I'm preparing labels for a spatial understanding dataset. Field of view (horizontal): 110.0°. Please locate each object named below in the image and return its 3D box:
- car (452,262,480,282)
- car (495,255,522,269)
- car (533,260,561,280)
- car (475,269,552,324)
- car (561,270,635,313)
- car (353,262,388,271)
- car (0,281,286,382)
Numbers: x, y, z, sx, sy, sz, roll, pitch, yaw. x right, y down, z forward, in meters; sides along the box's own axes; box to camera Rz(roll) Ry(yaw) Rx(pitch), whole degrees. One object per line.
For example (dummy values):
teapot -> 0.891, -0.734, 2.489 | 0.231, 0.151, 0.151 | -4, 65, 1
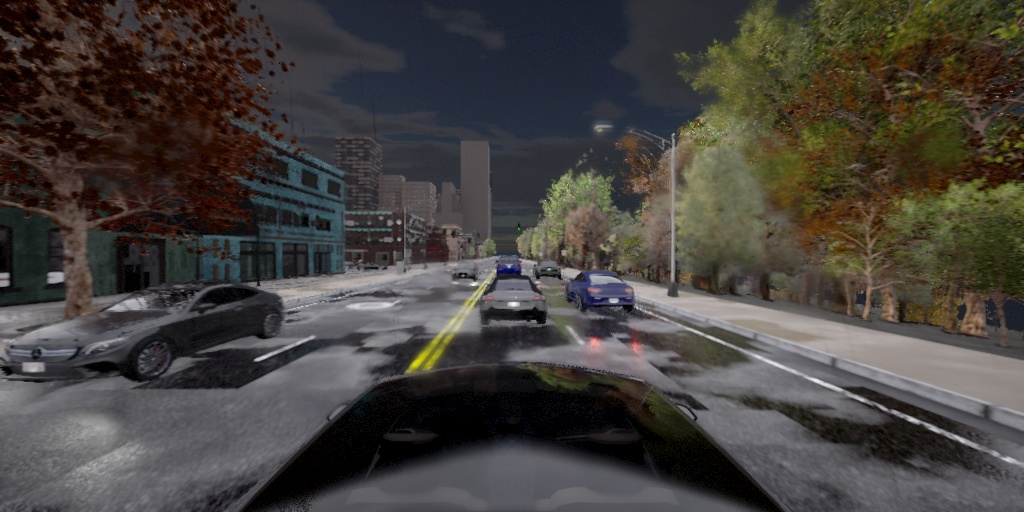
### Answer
car -> -3.684, 1.254, 29.139 | 1.837, 1.490, 4.892 | 0, 0, -1
car -> -0.290, 0.968, 32.243 | 2.150, 2.045, 5.566 | 0, 0, -1
car -> 2.975, 1.099, 31.171 | 2.097, 1.767, 4.553 | 0, 0, -1
car -> 0.021, 1.312, 11.978 | 1.994, 1.385, 4.181 | 0, 0, -1
car -> 3.261, 1.274, 13.866 | 1.812, 1.442, 4.674 | 0, 0, -1
car -> -20.687, 1.564, 53.230 | 4.313, 1.339, 1.948 | 0, 0, -1
car -> -6.624, 1.275, 7.280 | 1.812, 1.442, 4.674 | 0, 0, 0
